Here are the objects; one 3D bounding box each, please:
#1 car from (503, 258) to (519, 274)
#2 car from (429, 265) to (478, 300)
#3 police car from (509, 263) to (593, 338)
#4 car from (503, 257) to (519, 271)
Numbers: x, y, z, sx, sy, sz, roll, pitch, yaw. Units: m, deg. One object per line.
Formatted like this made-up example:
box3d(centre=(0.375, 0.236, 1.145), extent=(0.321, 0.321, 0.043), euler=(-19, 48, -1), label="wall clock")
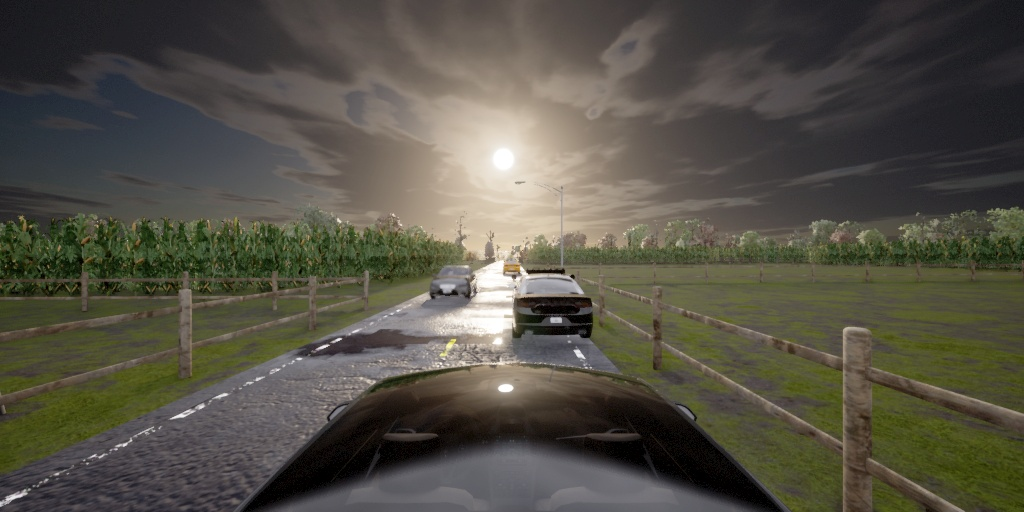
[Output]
box3d(centre=(-0.020, 1.212, 40.487), extent=(1.882, 1.535, 5.008), euler=(0, 0, 0), label="car")
box3d(centre=(-2.790, 1.240, 17.893), extent=(2.128, 1.511, 4.902), euler=(0, 0, 0), label="car")
box3d(centre=(0.943, 1.175, 10.292), extent=(1.930, 1.638, 5.238), euler=(0, 0, 0), label="police car")
box3d(centre=(-0.105, 1.073, 50.583), extent=(2.097, 1.767, 4.553), euler=(0, 0, 0), label="car")
